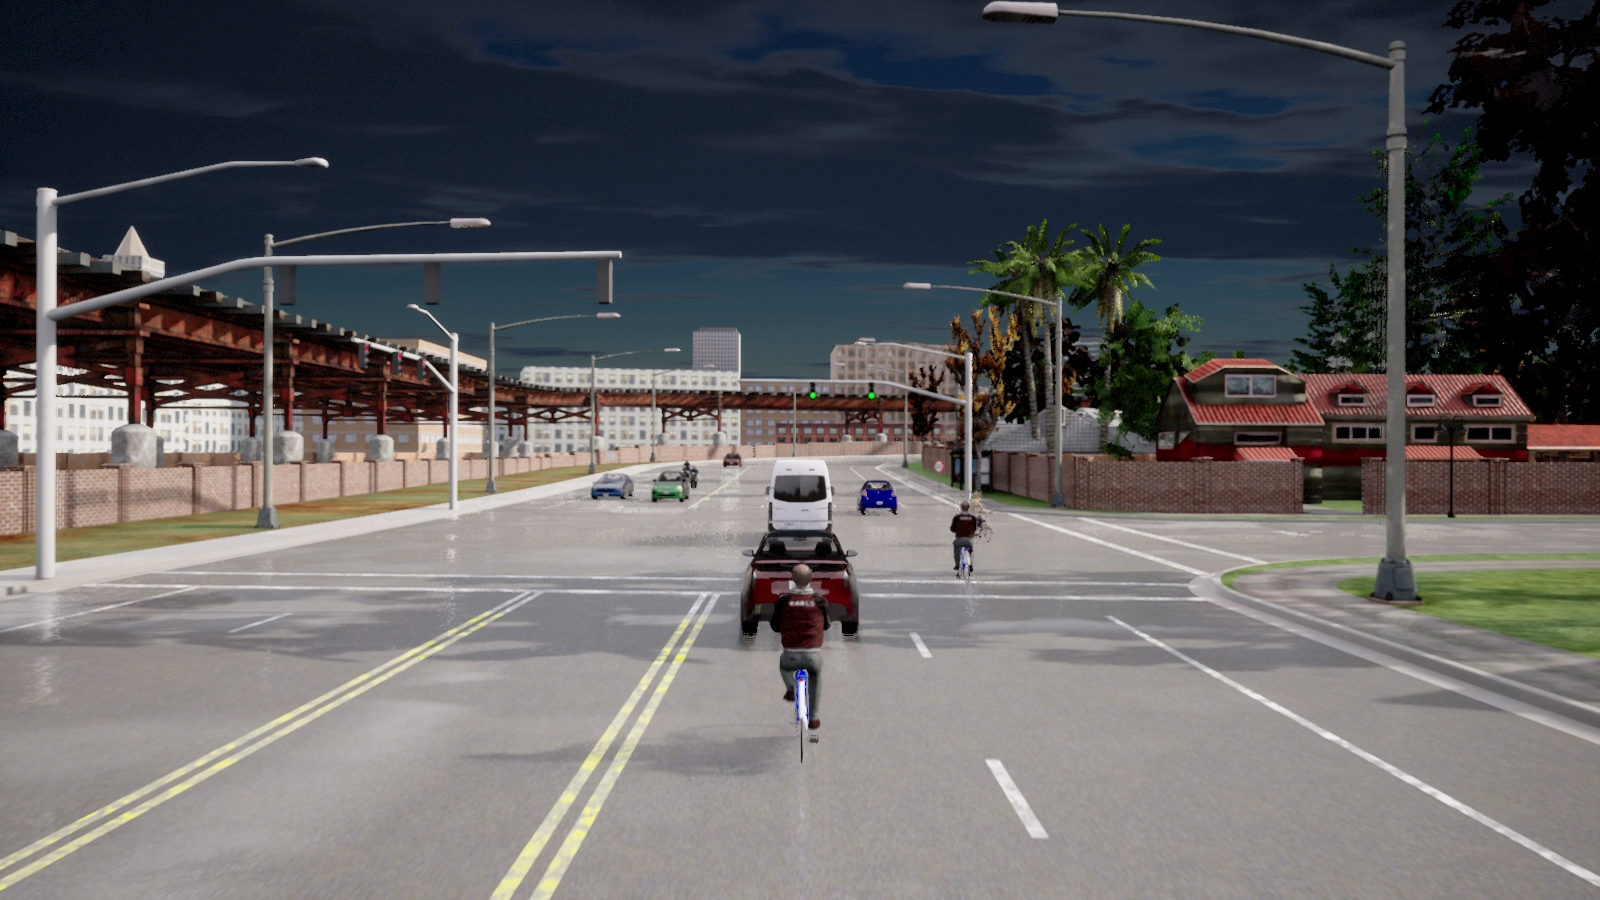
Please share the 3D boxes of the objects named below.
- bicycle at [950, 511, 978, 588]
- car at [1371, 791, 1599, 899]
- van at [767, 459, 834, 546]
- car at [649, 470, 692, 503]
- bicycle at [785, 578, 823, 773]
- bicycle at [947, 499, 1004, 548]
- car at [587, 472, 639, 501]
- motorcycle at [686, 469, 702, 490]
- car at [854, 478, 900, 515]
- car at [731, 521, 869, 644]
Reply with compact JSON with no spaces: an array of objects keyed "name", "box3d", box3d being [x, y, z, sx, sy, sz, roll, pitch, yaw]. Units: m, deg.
[{"name":"bicycle","box3d":[3.518,2.108,24.568,0.329,1.496,1.835,0,0,0]},{"name":"car","box3d":[3.281,2.123,2.041,2.033,1.411,5.357,0,0,2]},{"name":"van","box3d":[0.014,1.593,37.129,1.988,2.561,5.915,0,0,0]},{"name":"car","box3d":[-7.000,1.965,62.007,1.851,1.617,3.988,0,1,0]},{"name":"bicycle","box3d":[0.030,2.070,10.895,0.329,1.496,1.835,0,0,0]},{"name":"bicycle","box3d":[5.330,2.219,34.731,1.487,1.301,0.859,0,5,-42]},{"name":"car","box3d":[-10.499,2.038,64.450,2.033,1.411,5.357,0,1,0]},{"name":"motorcycle","box3d":[-7.012,1.951,75.633,0.856,1.341,1.805,0,1,0]},{"name":"car","box3d":[3.499,2.103,52.256,1.845,1.501,3.633,0,0,0]},{"name":"car","box3d":[-0.002,2.076,18.969,2.007,1.525,4.514,0,0,0]}]
